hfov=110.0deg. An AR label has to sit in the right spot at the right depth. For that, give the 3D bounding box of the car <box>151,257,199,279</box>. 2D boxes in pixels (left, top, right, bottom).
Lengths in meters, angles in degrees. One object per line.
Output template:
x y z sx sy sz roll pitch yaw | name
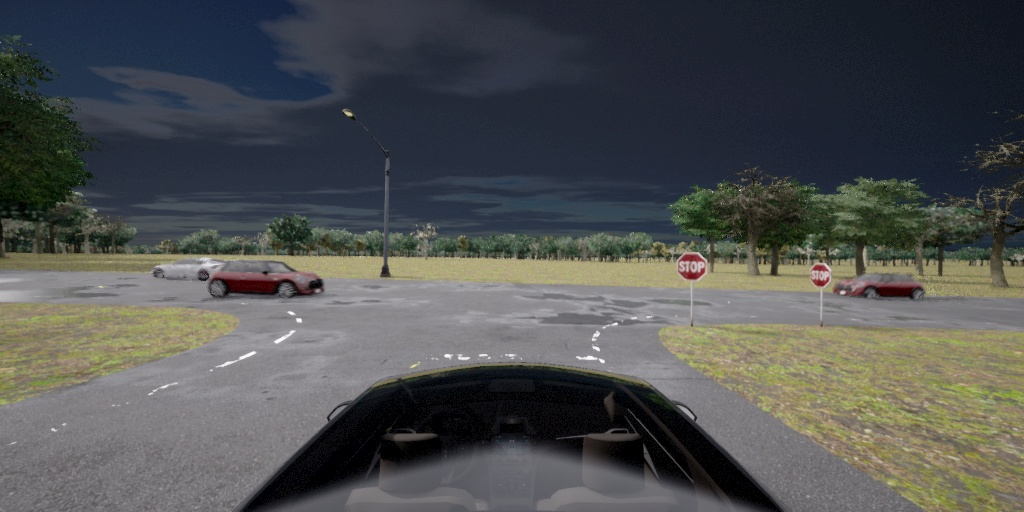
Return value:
-21.030 0.812 23.793 4.674 1.442 1.812 2 1 0 | car

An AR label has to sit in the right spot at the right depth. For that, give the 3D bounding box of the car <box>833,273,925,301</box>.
24.206 1.912 23.774 4.553 1.767 2.097 2 1 0 | car

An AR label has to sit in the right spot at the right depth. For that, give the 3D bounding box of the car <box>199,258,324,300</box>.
-11.353 1.004 16.806 4.553 1.767 2.097 1 1 0 | car
